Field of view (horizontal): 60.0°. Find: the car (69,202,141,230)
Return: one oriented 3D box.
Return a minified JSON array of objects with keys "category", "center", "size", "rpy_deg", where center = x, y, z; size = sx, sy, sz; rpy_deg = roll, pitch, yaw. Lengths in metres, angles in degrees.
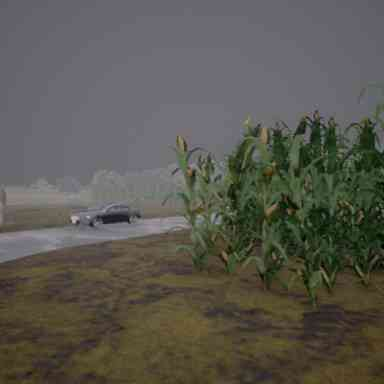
[{"category":"car","center":[-5.370,1.434,21.130],"size":[2.128,1.511,4.902],"rpy_deg":[1,0,35]}]
